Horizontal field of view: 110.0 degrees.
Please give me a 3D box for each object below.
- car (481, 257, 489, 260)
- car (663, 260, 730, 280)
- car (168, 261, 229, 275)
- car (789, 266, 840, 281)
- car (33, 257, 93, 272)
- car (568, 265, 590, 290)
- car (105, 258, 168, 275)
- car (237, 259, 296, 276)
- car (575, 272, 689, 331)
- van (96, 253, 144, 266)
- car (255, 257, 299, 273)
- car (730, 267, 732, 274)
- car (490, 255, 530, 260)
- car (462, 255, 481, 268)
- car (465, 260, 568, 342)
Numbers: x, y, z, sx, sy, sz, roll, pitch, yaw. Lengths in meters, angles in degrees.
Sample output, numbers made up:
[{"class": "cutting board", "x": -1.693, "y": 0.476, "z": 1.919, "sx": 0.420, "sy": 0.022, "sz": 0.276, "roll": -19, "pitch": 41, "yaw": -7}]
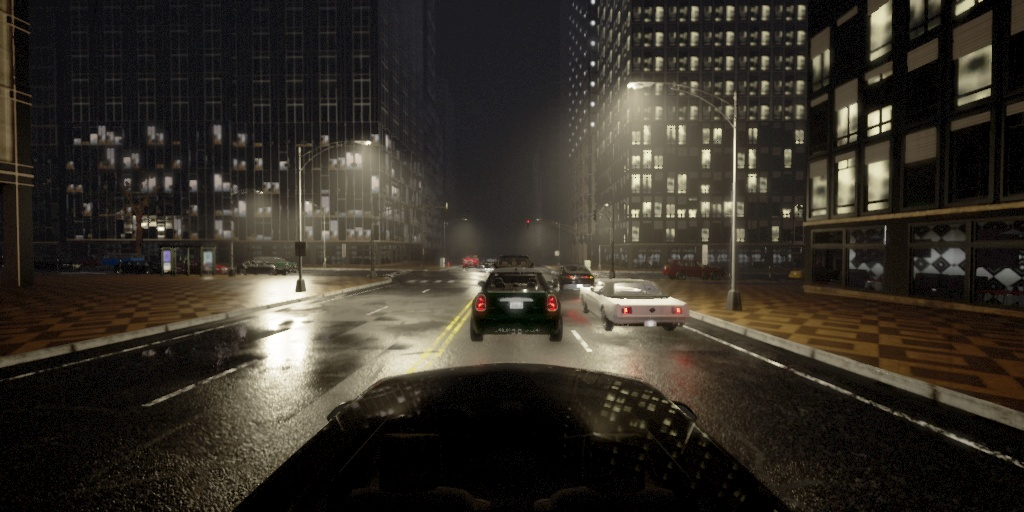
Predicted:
[{"class": "car", "x": -3.332, "y": 1.180, "z": 57.309, "sx": 2.128, "sy": 1.511, "sz": 4.902, "roll": 0, "pitch": 0, "yaw": 0}, {"class": "car", "x": 16.195, "y": 1.257, "z": 32.277, "sx": 5.009, "sy": 1.841, "sz": 2.192, "roll": 0, "pitch": 0, "yaw": 1}, {"class": "car", "x": -28.414, "y": 1.126, "z": 32.939, "sx": 4.207, "sy": 1.307, "sz": 1.802, "roll": 0, "pitch": 0, "yaw": 1}, {"class": "car", "x": 27.643, "y": 1.567, "z": 32.080, "sx": 4.829, "sy": 1.417, "sz": 1.751, "roll": 0, "pitch": 0, "yaw": 1}, {"class": "car", "x": -46.058, "y": 0.830, "z": 36.018, "sx": 4.902, "sy": 1.511, "sz": 2.128, "roll": 0, "pitch": 1, "yaw": 1}, {"class": "car", "x": 3.351, "y": 1.238, "z": 20.142, "sx": 1.837, "sy": 1.490, "sz": 4.892, "roll": 0, "pitch": 0, "yaw": 0}, {"class": "car", "x": -34.095, "y": 1.057, "z": 33.113, "sx": 4.313, "sy": 1.339, "sz": 1.948, "roll": 0, "pitch": 0, "yaw": 1}, {"class": "car", "x": -22.730, "y": 1.162, "z": 32.806, "sx": 4.313, "sy": 1.339, "sz": 1.948, "roll": 0, "pitch": 0, "yaw": 1}, {"class": "car", "x": 3.351, "y": 1.344, "z": 10.884, "sx": 1.895, "sy": 1.301, "sz": 4.718, "roll": 0, "pitch": 0, "yaw": 0}, {"class": "van", "x": -45.286, "y": 0.590, "z": 41.773, "sx": 3.998, "sy": 1.789, "sz": 1.690, "roll": 0, "pitch": 0, "yaw": 1}, {"class": "car", "x": -23.490, "y": 0.896, "z": 35.526, "sx": 4.553, "sy": 1.767, "sz": 2.097, "roll": 0, "pitch": 1, "yaw": 1}, {"class": "car", "x": 20.557, "y": 1.432, "z": 37.981, "sx": 5.357, "sy": 1.411, "sz": 2.033, "roll": 0, "pitch": 1, "yaw": 1}, {"class": "car", "x": 0.101, "y": 0.956, "z": 19.645, "sx": 2.150, "sy": 2.045, "sz": 5.566, "roll": 0, "pitch": 0, "yaw": 0}, {"class": "car", "x": -6.578, "y": 0.911, "z": 57.825, "sx": 2.150, "sy": 2.045, "sz": 5.566, "roll": 0, "pitch": 0, "yaw": 1}, {"class": "car", "x": 0.100, "y": 1.096, "z": 9.933, "sx": 2.097, "sy": 1.767, "sz": 4.553, "roll": 0, "pitch": 0, "yaw": 0}]
